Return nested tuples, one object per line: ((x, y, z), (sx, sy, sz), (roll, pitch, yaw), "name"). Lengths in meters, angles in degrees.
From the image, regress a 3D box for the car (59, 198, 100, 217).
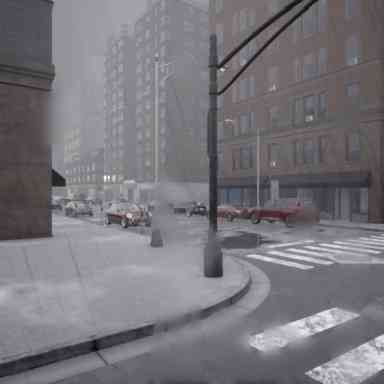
((-10.493, 1.529, 30.778), (2.008, 1.369, 4.403), (0, 0, -35), "car")

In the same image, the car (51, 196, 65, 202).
((-28.973, 1.476, 71.838), (2.008, 1.369, 4.403), (0, 0, -35), "car")

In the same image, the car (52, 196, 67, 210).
((-16.855, 1.511, 39.814), (1.887, 1.381, 4.507), (0, 0, -35), "car")

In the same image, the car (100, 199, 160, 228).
((-4.132, 1.429, 21.742), (1.967, 1.590, 4.097), (0, 0, -35), "car")

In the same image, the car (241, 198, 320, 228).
((6.005, 1.309, 22.155), (2.192, 1.841, 5.009), (0, 0, -35), "car")

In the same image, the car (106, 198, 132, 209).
((-9.894, 1.531, 44.738), (1.947, 1.339, 4.313), (0, 0, -35), "car")

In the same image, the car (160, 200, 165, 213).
((-3.535, 1.528, 35.705), (2.008, 1.369, 4.403), (0, 0, -35), "car")

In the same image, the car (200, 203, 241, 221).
((2.825, 1.570, 26.672), (1.802, 1.307, 4.206), (0, 0, -35), "car")

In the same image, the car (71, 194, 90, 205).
((-20.044, 1.297, 59.596), (2.097, 1.767, 4.553), (0, 0, -35), "car")

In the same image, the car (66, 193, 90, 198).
((-18.214, 1.175, 51.761), (2.150, 2.045, 5.566), (0, 0, -35), "car")

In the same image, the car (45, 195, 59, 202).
((-32.153, 1.470, 76.354), (2.008, 1.369, 4.403), (0, 0, -35), "car")

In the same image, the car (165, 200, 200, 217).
((-0.355, 1.549, 31.188), (1.947, 1.339, 4.313), (0, 0, -35), "car")

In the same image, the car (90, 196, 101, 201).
((-16.004, 1.456, 53.915), (1.837, 1.490, 4.892), (0, 0, -35), "car")
